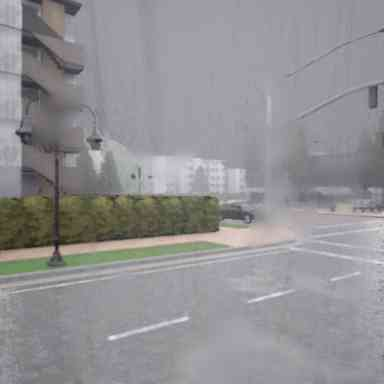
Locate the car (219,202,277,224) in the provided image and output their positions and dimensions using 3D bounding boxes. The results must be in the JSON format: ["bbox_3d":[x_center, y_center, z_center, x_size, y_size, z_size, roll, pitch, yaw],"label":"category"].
[{"bbox_3d":[3.830,1.576,25.825,1.837,1.490,4.892,0,0,-38],"label":"car"}]

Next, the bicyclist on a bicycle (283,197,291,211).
[{"bbox_3d":[11.461,1.429,40.181,1.656,1.620,0.582,0,0,-39],"label":"bicyclist on a bicycle"}]
